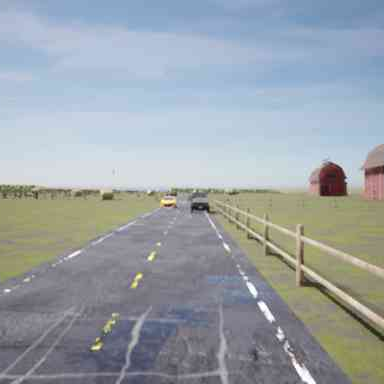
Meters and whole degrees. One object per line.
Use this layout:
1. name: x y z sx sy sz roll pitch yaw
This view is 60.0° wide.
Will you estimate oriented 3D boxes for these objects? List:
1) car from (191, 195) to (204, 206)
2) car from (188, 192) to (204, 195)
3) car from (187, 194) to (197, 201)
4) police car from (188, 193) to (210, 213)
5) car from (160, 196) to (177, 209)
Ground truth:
1. car: 0.814 1.249 50.303 1.837 1.490 4.892 0 0 0
2. car: 0.815 0.999 44.331 2.150 2.045 5.566 0 0 0
3. car: -0.012 1.091 68.499 2.033 1.411 5.357 0 0 0
4. police car: 0.817 1.251 34.413 1.930 1.638 5.238 0 0 0
5. car: -2.846 1.268 41.491 1.882 1.535 5.008 0 0 0
